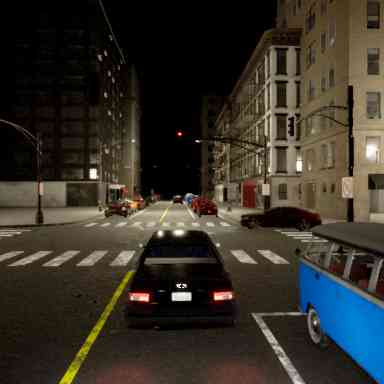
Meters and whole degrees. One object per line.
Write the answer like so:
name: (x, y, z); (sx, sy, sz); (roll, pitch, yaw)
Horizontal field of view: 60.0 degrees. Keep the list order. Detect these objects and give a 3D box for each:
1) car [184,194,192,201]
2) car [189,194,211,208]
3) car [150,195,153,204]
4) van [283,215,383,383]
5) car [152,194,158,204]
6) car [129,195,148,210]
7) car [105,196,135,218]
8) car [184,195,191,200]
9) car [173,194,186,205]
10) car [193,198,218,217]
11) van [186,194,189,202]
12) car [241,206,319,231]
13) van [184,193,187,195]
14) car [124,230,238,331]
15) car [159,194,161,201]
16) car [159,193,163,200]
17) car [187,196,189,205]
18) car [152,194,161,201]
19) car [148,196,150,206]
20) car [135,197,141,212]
car: (-0.969, 1.427, 84.622); (1.967, 1.590, 4.097); (0, 0, -2)
car: (1.137, 1.315, 35.982); (2.192, 1.841, 5.009); (0, 0, -2)
car: (-7.582, 1.564, 51.848); (1.947, 1.339, 4.313); (0, 0, -2)
van: (2.534, 1.341, 3.723); (1.690, 1.788, 3.998); (0, 0, -2)
car: (-8.050, 1.545, 62.657); (2.008, 1.369, 4.403); (0, 0, -2)
car: (-7.114, 1.315, 41.039); (2.192, 1.841, 5.009); (0, 0, -2)
car: (-6.646, 1.440, 30.231); (1.967, 1.590, 4.097); (0, 0, -2)
car: (-1.203, 1.530, 90.026); (1.887, 1.381, 4.507); (0, 0, -2)
car: (-2.571, 1.542, 60.650); (2.033, 1.411, 5.357); (0, 0, -2)
car: (1.371, 1.545, 30.578); (1.887, 1.381, 4.507); (0, 0, -2)
van: (0.435, 1.339, 52.196); (1.690, 1.788, 3.998); (0, 0, -2)
car: (5.287, 1.565, 19.997); (4.674, 1.442, 1.812); (0, 0, 11)
van: (-0.501, 1.331, 73.813); (1.690, 1.788, 3.998); (0, 0, -2)
car: (-0.260, 1.547, 7.278); (2.033, 1.411, 5.357); (0, 0, -2)
car: (-8.518, 1.572, 73.466); (1.802, 1.307, 4.206); (0, 0, -2)
car: (-8.752, 1.303, 78.870); (2.192, 1.841, 5.009); (0, 0, -2)
car: (0.669, 1.544, 46.791); (1.887, 1.381, 4.507); (0, 0, -2)
car: (-8.986, 1.427, 84.275); (1.967, 1.590, 4.097); (0, 0, -2)
car: (-7.341, 1.524, 46.274); (1.752, 1.417, 4.829); (0, 0, -2)
car: (-6.873, 1.525, 35.465); (1.752, 1.417, 4.829); (0, 0, -2)
